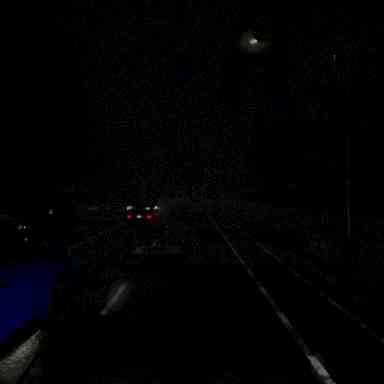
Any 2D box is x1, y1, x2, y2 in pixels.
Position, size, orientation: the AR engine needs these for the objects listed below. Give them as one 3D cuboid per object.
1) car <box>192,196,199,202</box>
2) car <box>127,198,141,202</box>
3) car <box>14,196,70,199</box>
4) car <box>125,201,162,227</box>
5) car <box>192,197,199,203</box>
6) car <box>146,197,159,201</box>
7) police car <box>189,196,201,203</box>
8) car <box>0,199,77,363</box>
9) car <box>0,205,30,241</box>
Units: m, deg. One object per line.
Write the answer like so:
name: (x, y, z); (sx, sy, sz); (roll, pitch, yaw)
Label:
car: (0.943, 1.900, 92.640); (2.097, 1.767, 4.553); (0, -1, 0)
car: (-9.820, 1.710, 56.771); (2.033, 1.411, 5.357); (0, 0, 1)
car: (-6.606, 1.215, 13.885); (2.150, 2.045, 5.566); (0, 0, 0)
car: (-3.158, 1.541, 22.365); (2.033, 1.411, 5.357); (0, 0, 0)
car: (0.946, 1.995, 86.667); (1.812, 1.442, 4.674); (0, -1, 0)
car: (-6.584, 1.642, 55.347); (2.128, 1.511, 4.902); (0, 0, 0)
police car: (0.949, 1.788, 76.777); (1.930, 1.638, 5.238); (0, -1, 0)
car: (-3.154, 1.219, 3.680); (2.150, 2.045, 5.566); (0, 0, 0)
car: (-9.855, 1.484, 15.554); (2.128, 1.511, 4.902); (0, 0, 0)
